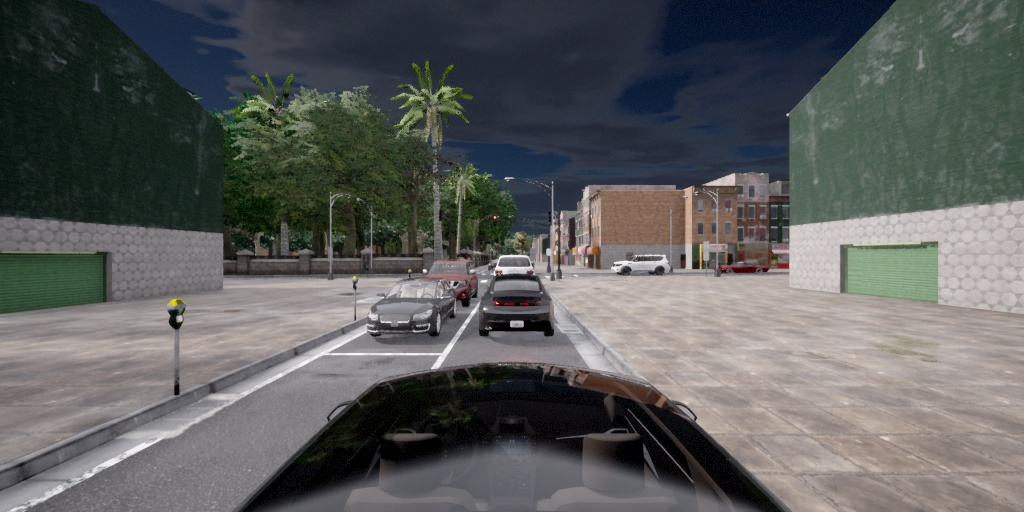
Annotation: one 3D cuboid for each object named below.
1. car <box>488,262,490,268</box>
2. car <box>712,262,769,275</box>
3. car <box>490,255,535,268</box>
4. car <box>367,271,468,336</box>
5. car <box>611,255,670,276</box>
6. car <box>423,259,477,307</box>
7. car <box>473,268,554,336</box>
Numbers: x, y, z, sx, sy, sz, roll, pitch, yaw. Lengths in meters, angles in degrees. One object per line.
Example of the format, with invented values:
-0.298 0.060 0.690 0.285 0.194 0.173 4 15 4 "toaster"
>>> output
-2.574 1.296 53.819 1.967 1.591 4.097 0 0 0 "car"
22.907 1.219 36.024 4.718 1.301 1.895 0 0 0 "car"
0.122 0.981 20.430 2.150 2.045 5.566 0 0 0 "car"
-2.628 1.301 10.210 2.007 1.370 4.403 0 0 0 "car"
12.899 0.903 36.024 5.566 2.045 2.150 0 0 0 "car"
-2.621 1.069 15.673 2.192 1.841 5.009 0 0 0 "car"
0.109 1.256 10.336 1.837 1.490 4.892 0 0 0 "car"
